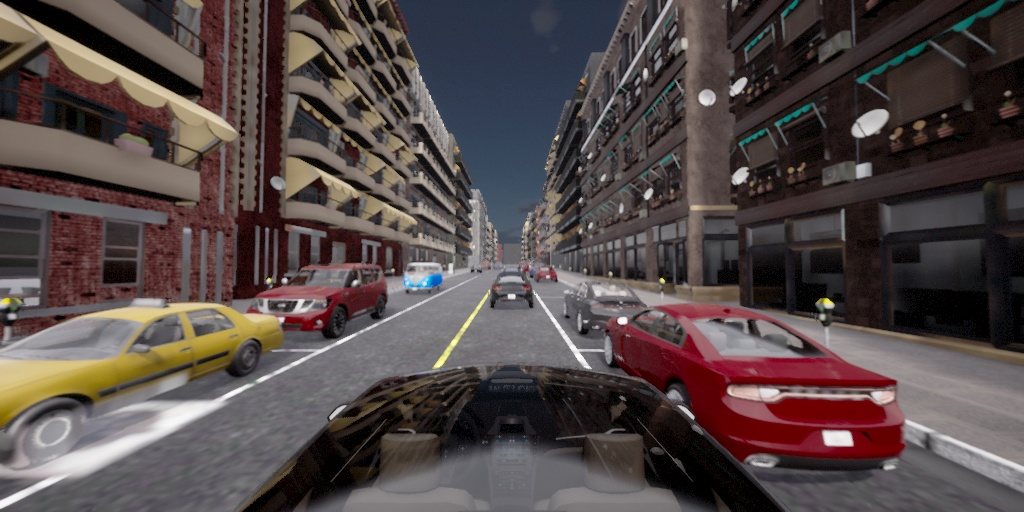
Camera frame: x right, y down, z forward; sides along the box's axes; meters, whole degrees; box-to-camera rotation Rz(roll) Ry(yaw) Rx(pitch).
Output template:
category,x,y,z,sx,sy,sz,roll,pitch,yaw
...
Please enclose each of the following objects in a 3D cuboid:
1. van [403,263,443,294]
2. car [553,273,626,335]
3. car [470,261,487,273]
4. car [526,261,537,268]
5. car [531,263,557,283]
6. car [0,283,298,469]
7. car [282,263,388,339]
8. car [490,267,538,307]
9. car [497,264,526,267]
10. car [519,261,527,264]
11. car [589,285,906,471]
category,x,y,z,sx,sy,sz,roll,pitch,yaw
van,-5.328,1.300,21.708,1.690,1.789,3.998,0,0,0
car,2.561,1.391,10.593,2.007,1.370,4.403,0,0,0
car,-5.351,1.921,54.890,1.948,1.339,4.313,0,0,0
car,2.962,1.515,39.203,2.097,1.767,4.553,0,-1,0
car,3.002,1.605,32.229,1.812,1.442,4.674,0,-1,0
car,-5.316,1.310,4.949,1.751,1.417,4.829,0,0,0
car,-5.321,1.156,10.651,2.192,1.841,5.009,0,0,0
car,-0.006,1.426,16.244,1.812,1.442,4.674,0,0,0
car,-0.018,1.631,31.169,1.994,1.385,4.181,0,-1,0
car,2.501,1.599,49.304,2.192,1.841,5.009,0,0,0
car,2.565,1.329,5.062,1.888,1.381,4.507,0,0,0
